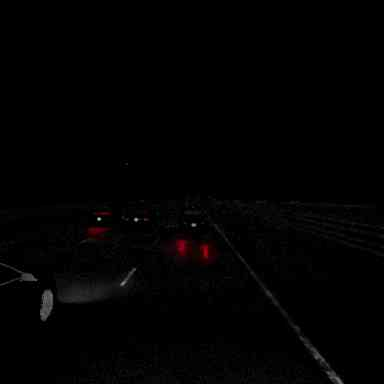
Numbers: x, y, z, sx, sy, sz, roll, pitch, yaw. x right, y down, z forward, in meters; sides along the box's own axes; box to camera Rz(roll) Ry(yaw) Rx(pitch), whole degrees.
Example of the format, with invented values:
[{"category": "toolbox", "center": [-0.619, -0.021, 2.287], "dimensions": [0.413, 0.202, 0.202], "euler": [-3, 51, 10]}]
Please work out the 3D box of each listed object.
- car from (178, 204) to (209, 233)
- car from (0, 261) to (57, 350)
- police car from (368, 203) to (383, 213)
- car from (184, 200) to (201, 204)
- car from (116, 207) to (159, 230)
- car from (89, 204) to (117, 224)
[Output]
[{"category": "car", "center": [0.104, 1.739, 21.403], "dimensions": [1.812, 1.442, 4.674], "euler": [0, -1, 0]}, {"category": "car", "center": [-3.394, 1.537, 4.221], "dimensions": [1.837, 1.490, 4.892], "euler": [0, -1, 0]}, {"category": "police car", "center": [26.546, 2.089, 45.352], "dimensions": [1.930, 1.638, 5.238], "euler": [0, -1, -23]}, {"category": "car", "center": [0.109, 1.774, 40.419], "dimensions": [2.097, 1.767, 4.553], "euler": [0, -1, 0]}, {"category": "car", "center": [-3.394, 1.775, 22.775], "dimensions": [2.033, 1.411, 5.357], "euler": [0, -1, 0]}, {"category": "car", "center": [-6.889, 1.770, 27.111], "dimensions": [1.837, 1.490, 4.892], "euler": [1, 0, 0]}]
